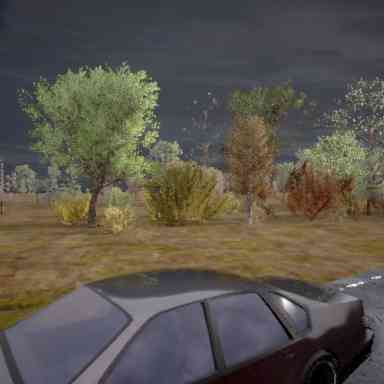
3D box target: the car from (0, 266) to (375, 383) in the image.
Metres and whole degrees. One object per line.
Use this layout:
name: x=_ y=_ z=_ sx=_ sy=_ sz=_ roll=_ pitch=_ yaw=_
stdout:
car: x=-0.347 y=1.547 z=3.166 sx=5.357 sy=1.411 sz=2.033 roll=0 pitch=0 yaw=-36
